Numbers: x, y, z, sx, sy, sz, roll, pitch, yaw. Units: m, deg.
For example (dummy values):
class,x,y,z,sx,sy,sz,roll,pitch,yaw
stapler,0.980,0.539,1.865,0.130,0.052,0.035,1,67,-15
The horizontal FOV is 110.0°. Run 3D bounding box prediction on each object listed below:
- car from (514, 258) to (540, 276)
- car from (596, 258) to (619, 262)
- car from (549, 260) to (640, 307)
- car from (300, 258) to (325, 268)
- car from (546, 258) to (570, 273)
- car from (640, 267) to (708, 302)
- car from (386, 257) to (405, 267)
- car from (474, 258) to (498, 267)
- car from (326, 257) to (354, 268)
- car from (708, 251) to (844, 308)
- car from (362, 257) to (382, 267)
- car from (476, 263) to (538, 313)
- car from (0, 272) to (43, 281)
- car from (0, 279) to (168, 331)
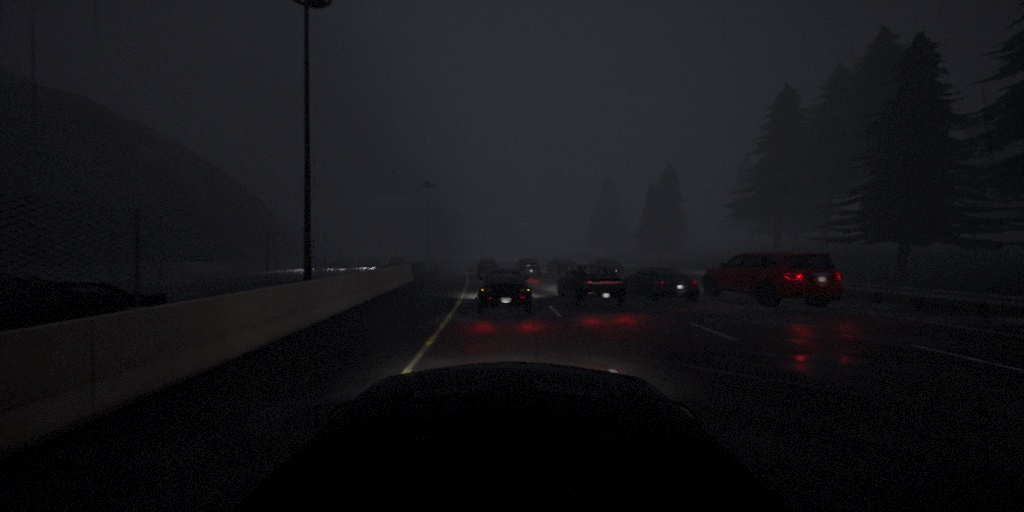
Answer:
class,x,y,z,sx,sy,sz,roll,pitch,yaw
car,1.268,0.959,32.232,1.837,1.490,4.892,0,1,-8
car,8.323,0.956,32.287,1.837,1.490,4.892,0,1,-8
car,3.107,1.114,14.742,2.128,1.511,4.902,0,1,-3
car,-26.096,0.917,47.423,1.895,1.301,4.718,0,1,-9
car,4.582,0.916,33.738,1.882,1.535,5.008,0,1,-8
car,6.513,1.171,16.168,1.994,1.385,4.181,0,1,-4
car,-15.673,0.848,48.668,2.033,1.411,5.357,0,1,-9
car,-2.258,0.961,32.160,1.837,1.490,4.892,0,1,-8
car,-22.630,0.857,47.928,2.033,1.411,5.357,0,1,-9
car,10.144,0.842,14.580,2.150,2.045,5.566,0,0,-3
car,-19.414,0.853,49.931,1.994,1.385,4.181,0,1,-9
car,-0.309,1.164,13.291,1.812,1.442,4.674,0,1,-3
car,-14.308,1.176,8.960,2.128,1.511,4.902,0,1,-2
car,-10.754,1.294,8.011,1.895,1.301,4.718,0,1,-2
